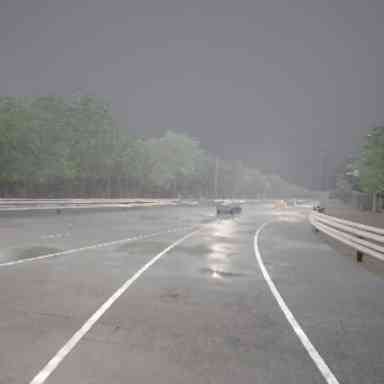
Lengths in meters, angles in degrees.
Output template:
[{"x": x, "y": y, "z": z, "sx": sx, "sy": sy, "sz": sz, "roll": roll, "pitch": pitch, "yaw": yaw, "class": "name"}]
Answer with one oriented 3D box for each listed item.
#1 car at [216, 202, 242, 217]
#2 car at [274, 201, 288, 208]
[{"x": 4.161, "y": 1.874, "z": 36.986, "sx": 2.128, "sy": 1.511, "sz": 4.902, "roll": 2, "pitch": 0, "yaw": 23, "class": "car"}, {"x": 19.449, "y": 2.674, "z": 73.552, "sx": 1.882, "sy": 1.535, "sz": 5.008, "roll": 2, "pitch": -1, "yaw": 23, "class": "car"}]
